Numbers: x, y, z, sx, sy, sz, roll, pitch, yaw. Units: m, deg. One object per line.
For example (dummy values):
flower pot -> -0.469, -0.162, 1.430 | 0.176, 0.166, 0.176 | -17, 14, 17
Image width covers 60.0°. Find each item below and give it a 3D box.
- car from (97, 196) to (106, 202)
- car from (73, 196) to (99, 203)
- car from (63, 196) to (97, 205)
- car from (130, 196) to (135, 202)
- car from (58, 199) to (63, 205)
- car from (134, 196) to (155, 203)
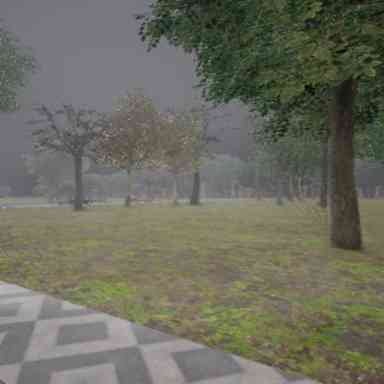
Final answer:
car -> -20.650, 1.603, 71.643 | 1.994, 1.385, 4.181 | -1, -1, 35
car -> -23.299, 1.633, 73.525 | 2.033, 1.411, 5.357 | -1, -1, 35
car -> -20.418, 1.615, 60.745 | 1.837, 1.490, 4.892 | -1, -1, 35
car -> -12.935, 1.709, 76.886 | 1.812, 1.442, 4.674 | -1, -1, 35
car -> -23.067, 1.725, 62.627 | 1.994, 1.385, 4.181 | -1, -1, 35
car -> -10.286, 1.694, 75.003 | 1.994, 1.385, 4.181 | -1, -1, 35
